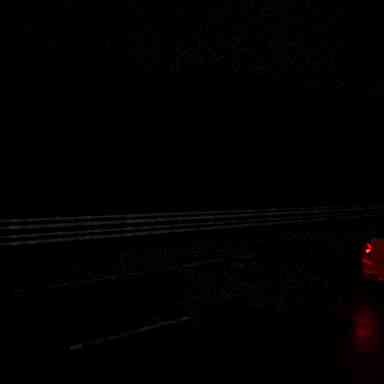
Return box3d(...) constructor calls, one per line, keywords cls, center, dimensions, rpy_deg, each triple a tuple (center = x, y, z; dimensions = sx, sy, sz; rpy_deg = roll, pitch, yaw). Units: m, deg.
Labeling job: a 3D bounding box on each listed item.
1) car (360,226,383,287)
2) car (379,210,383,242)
box3d(cls="car", center=(6.169, 1.374, 8.163), dimensions=(4.553, 1.767, 2.097), rpy_deg=(0, 0, -35))
box3d(cls="car", center=(11.054, 1.564, 15.926), dimensions=(4.674, 1.442, 1.812), rpy_deg=(0, 0, -35))
